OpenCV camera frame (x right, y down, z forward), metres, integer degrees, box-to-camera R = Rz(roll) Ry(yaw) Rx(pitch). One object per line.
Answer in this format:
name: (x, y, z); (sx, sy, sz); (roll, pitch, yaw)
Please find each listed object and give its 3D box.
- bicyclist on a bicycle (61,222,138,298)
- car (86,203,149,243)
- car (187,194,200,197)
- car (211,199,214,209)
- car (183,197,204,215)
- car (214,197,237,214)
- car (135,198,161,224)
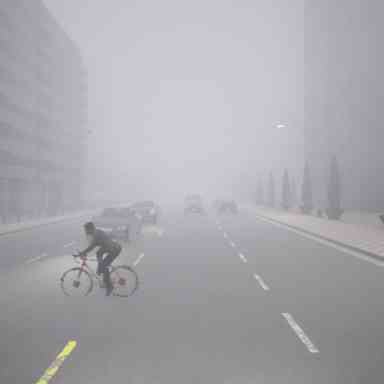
bicyclist on a bicycle: (-1.971, 1.455, 7.026); (1.656, 1.620, 0.582); (-2, 0, 0)
car: (-3.592, 1.492, 16.045); (2.128, 1.511, 4.902); (0, 0, 0)
car: (0.220, 1.221, 43.957); (2.150, 2.045, 5.566); (0, 0, 1)
car: (3.663, 1.505, 45.585); (1.837, 1.490, 4.892); (0, 0, 1)
car: (0.190, 1.526, 33.727); (1.812, 1.442, 4.674); (0, 0, 0)
car: (3.659, 1.505, 35.317); (1.837, 1.490, 4.892); (0, 0, 1)
car: (-3.460, 1.381, 24.362); (2.097, 1.767, 4.553); (0, 0, 0)
